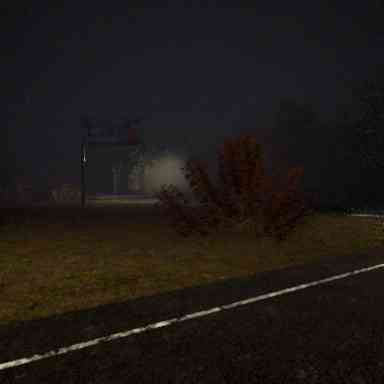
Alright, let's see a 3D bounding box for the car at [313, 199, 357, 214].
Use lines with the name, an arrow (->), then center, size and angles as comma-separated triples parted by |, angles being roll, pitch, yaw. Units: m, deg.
car -> 14.080, 1.422, 33.096 | 1.994, 1.385, 4.181 | 0, 0, -34
